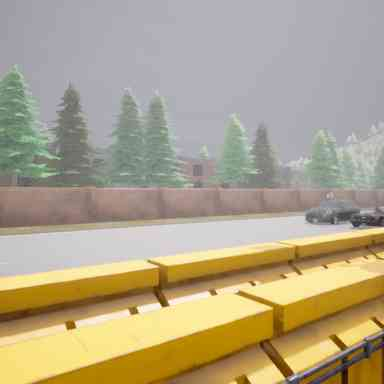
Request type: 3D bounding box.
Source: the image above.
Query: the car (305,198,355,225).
[{"bbox_3d":[10.257,1.349,24.072,4.553,1.767,2.097,0,0,-35],"label":"car"}]

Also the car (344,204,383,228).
[{"bbox_3d":[11.973,1.601,21.000,4.718,1.301,1.895,0,0,-35],"label":"car"}]
